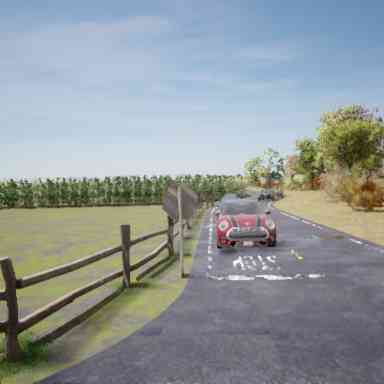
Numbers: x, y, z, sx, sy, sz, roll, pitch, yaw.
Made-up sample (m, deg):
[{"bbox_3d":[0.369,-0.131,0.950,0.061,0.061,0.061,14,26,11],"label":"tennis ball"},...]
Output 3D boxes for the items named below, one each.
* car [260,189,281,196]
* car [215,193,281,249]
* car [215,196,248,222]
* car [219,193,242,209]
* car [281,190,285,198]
[{"bbox_3d":[10.688,0.356,46.705,2.097,1.767,4.553,-1,1,22],"label":"car"},{"bbox_3d":[2.016,1.109,13.374,2.097,1.767,4.553,-2,1,4],"label":"car"},{"bbox_3d":[2.757,1.136,23.762,2.033,1.411,5.357,-2,1,5],"label":"car"},{"bbox_3d":[4.307,0.905,36.412,2.033,1.411,5.357,-2,1,12],"label":"car"},{"bbox_3d":[14.539,0.268,56.185,1.812,1.442,4.674,-2,1,20],"label":"car"}]
